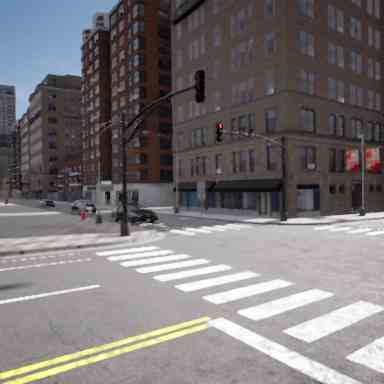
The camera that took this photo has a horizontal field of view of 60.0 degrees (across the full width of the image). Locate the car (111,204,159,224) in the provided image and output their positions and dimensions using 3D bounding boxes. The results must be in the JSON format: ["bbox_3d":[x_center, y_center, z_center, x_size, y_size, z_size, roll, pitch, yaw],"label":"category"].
[{"bbox_3d":[-4.621,1.642,25.976,2.033,1.411,5.357,-1,1,-35],"label":"car"}]

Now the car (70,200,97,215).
[{"bbox_3d":[-11.929,1.628,36.365,2.128,1.511,4.902,-1,1,-35],"label":"car"}]

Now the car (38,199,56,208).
[{"bbox_3d":[-22.614,1.769,51.672,1.994,1.385,4.181,-1,0,-35],"label":"car"}]
